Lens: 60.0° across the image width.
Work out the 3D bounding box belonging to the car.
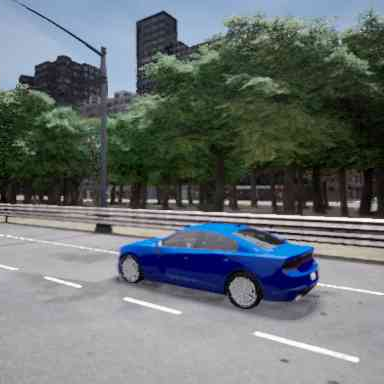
[{"bbox_3d":[0.343,1.499,7.924,5.008,1.535,1.882,0,0,36],"label":"car"}]
